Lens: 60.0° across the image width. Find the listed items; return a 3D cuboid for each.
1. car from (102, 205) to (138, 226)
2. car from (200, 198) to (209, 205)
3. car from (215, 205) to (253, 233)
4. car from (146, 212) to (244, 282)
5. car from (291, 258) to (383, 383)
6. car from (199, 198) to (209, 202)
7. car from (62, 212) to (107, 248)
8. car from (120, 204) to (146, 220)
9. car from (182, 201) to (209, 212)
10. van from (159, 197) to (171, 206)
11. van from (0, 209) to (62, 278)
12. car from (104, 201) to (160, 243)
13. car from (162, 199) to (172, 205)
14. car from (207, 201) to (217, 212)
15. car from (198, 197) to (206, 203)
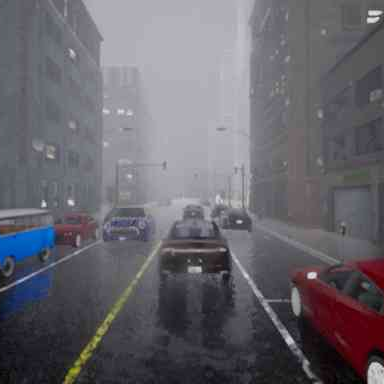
[{"bbox_3d":[-5.647,1.812,26.679,1.947,1.339,4.313,0,-1,0],"label":"car"},{"bbox_3d":[2.804,2.160,75.639,1.967,1.590,4.097,0,-1,0],"label":"car"},{"bbox_3d":[2.726,1.761,21.132,1.947,1.339,4.313,0,-1,0],"label":"car"},{"bbox_3d":[0.085,1.585,10.049,2.128,1.511,4.902,0,0,0],"label":"car"},{"bbox_3d":[2.703,1.587,4.562,1.887,1.381,4.507,0,-1,0],"label":"car"},{"bbox_3d":[2.788,2.193,64.582,1.802,1.307,4.206,0,-1,0],"label":"car"},{"bbox_3d":[-5.663,1.689,15.633,1.887,1.381,4.507,0,-1,0],"label":"car"},{"bbox_3d":[-5.639,1.880,32.202,1.802,1.307,4.206,0,-1,0],"label":"car"},{"bbox_3d":[0.130,1.818,29.334,2.033,1.411,5.357,0,-1,0],"label":"car"},{"bbox_3d":[-5.592,1.952,64.597,1.690,1.788,3.998,0,-1,0],"label":"van"},{"bbox_3d":[-5.669,1.435,10.112,1.690,1.788,3.998,0,-1,0],"label":"van"},{"bbox_3d":[-3.075,1.509,17.084,2.097,1.767,4.553,0,-1,0],"label":"car"},{"bbox_3d":[-5.577,2.265,75.651,1.887,1.381,4.507,0,-1,0],"label":"car"},{"bbox_3d":[2.742,1.864,32.178,1.947,1.339,4.313,0,-1,0],"label":"car"},{"bbox_3d":[2.828,2.328,92.220,1.967,1.590,4.097,0,-1,0],"label":"car"}]
